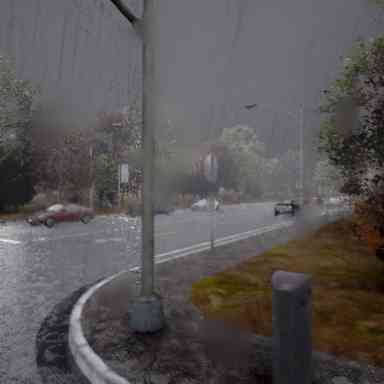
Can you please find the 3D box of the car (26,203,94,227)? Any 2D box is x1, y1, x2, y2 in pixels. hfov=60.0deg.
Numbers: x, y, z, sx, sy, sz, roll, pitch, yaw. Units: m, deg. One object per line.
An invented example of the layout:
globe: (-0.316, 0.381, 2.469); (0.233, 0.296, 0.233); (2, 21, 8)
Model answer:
car: (-8.810, 1.491, 22.652); (1.812, 1.442, 4.674); (0, 0, 32)

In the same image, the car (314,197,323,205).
car: (21.022, 1.498, 56.508); (1.812, 1.442, 4.674); (0, 0, 32)

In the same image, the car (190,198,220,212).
car: (1.634, 1.489, 39.229); (1.812, 1.442, 4.674); (0, 0, 32)

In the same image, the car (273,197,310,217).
car: (9.139, 1.473, 31.097); (2.128, 1.511, 4.902); (0, 0, 32)

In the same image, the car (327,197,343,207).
car: (22.338, 1.504, 52.036); (1.812, 1.442, 4.674); (0, 0, 32)

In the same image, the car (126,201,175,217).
car: (-3.671, 1.512, 30.840); (2.033, 1.411, 5.357); (0, 0, 32)

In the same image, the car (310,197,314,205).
car: (15.459, 1.465, 47.686); (2.128, 1.511, 4.902); (0, 0, 32)
